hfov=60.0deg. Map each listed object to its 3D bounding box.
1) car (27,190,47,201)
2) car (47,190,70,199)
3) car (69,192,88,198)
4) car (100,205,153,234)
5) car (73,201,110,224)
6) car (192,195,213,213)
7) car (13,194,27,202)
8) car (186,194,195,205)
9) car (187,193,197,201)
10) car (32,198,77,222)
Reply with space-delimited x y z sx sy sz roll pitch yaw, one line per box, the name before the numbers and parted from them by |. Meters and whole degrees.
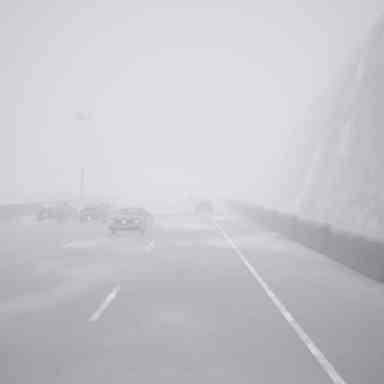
car | -28.015 0.753 62.463 2.150 2.045 5.566 0 1 0
car | -24.518 0.749 62.610 2.150 2.045 5.566 0 1 0
car | -21.021 1.050 62.727 1.812 1.442 4.674 0 1 0
car | -3.404 1.541 19.194 2.033 1.411 5.357 0 0 0
car | -6.905 1.473 24.791 1.837 1.490 4.892 0 0 0
car | 1.217 1.364 35.357 1.882 1.535 5.008 0 1 0
car | -31.515 1.125 62.428 1.895 1.301 4.718 0 1 0
car | -0.010 1.239 52.422 1.994 1.385 4.181 0 1 0
car | -0.015 1.005 67.008 2.033 1.411 5.357 0 1 0
car | -10.406 1.487 25.864 1.812 1.442 4.674 0 0 0
